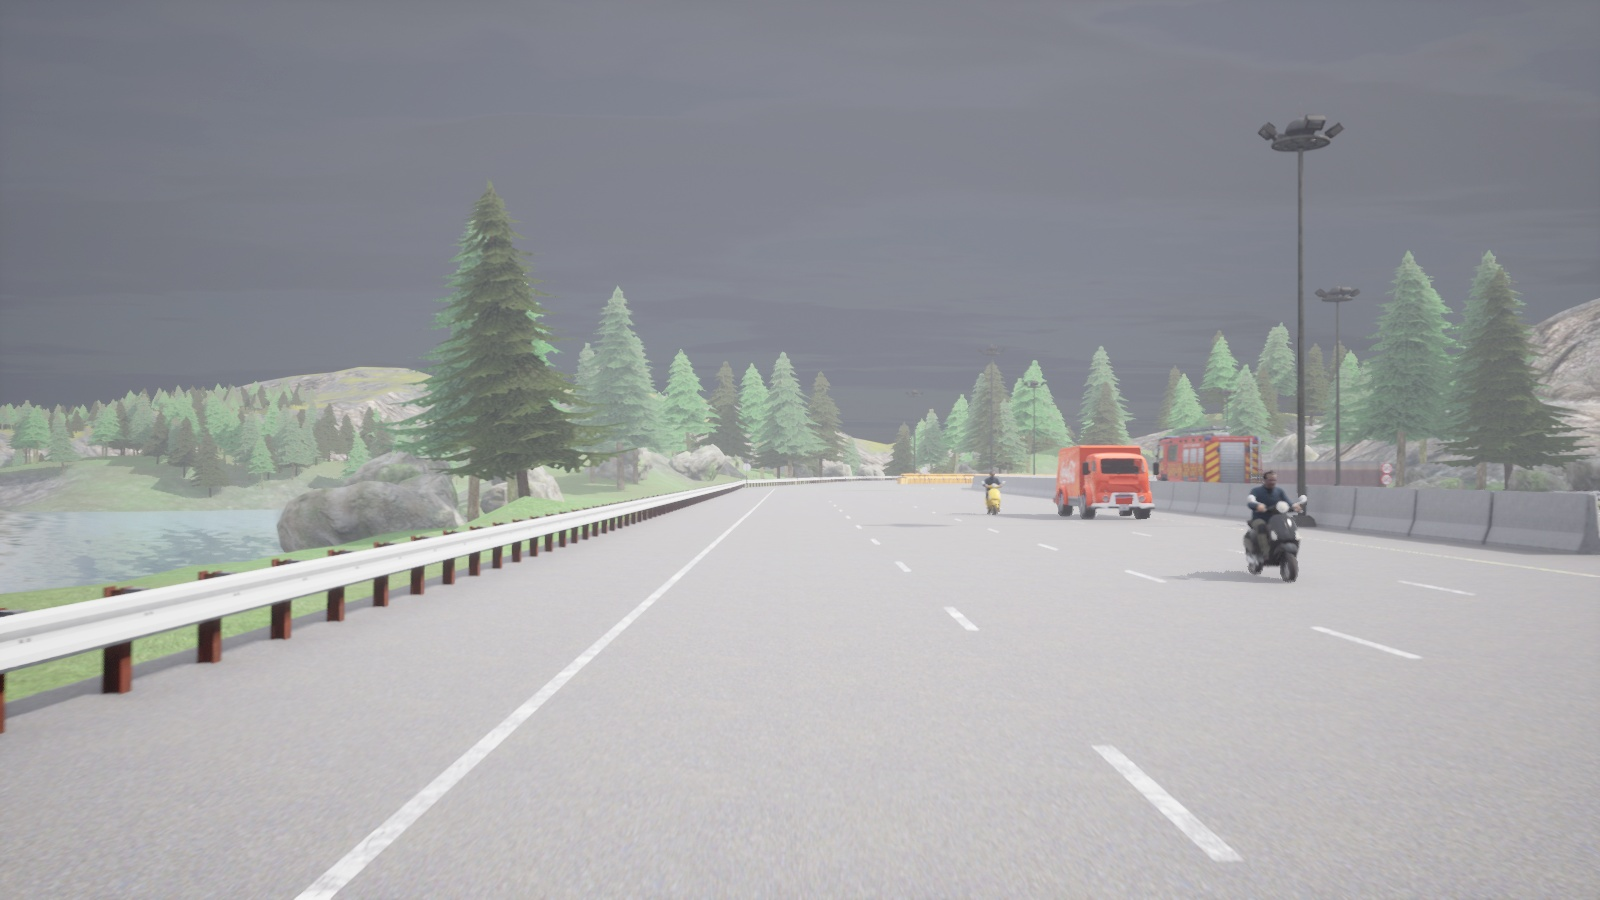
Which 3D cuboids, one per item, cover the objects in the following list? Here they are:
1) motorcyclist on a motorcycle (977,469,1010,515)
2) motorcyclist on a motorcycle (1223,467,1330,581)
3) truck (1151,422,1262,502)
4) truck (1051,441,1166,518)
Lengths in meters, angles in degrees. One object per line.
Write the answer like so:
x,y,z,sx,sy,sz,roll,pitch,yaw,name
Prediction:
6.895,1.491,44.854,0.866,1.590,1.817,0,-1,0,motorcyclist on a motorcycle
6.956,1.049,18.453,0.866,1.590,1.817,0,-1,0,motorcyclist on a motorcycle
20.814,0.652,64.875,2.891,3.827,8.468,0,-1,0,truck
10.397,1.007,42.804,2.627,2.467,5.204,0,-1,0,truck
